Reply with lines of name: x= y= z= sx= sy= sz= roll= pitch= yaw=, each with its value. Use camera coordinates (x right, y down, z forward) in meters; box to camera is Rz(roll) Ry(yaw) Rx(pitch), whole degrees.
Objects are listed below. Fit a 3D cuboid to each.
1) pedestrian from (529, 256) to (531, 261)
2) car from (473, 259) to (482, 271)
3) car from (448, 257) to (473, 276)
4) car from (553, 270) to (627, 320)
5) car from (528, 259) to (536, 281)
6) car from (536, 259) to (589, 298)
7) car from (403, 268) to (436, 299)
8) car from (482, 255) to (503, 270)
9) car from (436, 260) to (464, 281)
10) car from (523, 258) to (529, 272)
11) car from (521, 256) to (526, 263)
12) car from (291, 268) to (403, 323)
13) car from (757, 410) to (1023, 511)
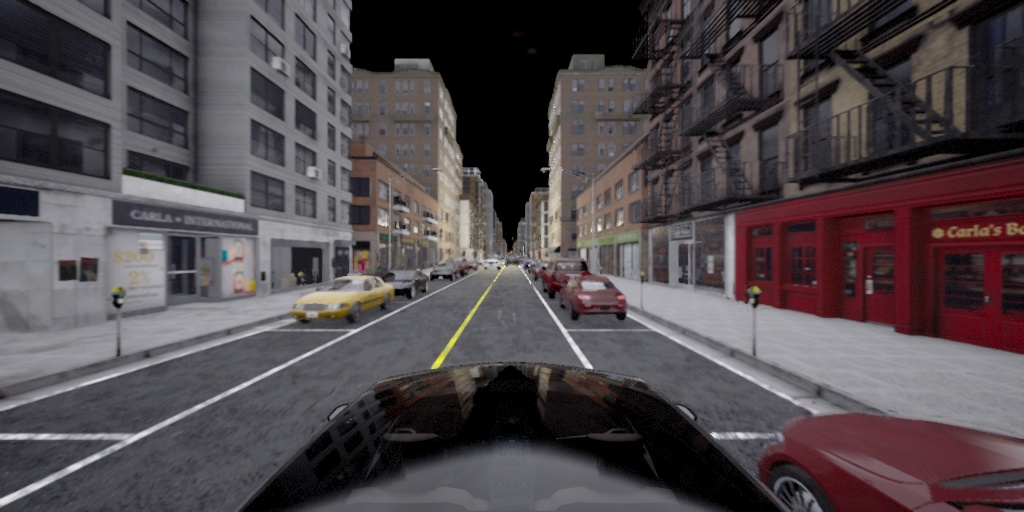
pedestrian: x=2.738 y=0.938 z=55.376 sx=0.375 sy=1.860 sz=0.375 roll=0 pitch=0 yaw=-10
car: x=-5.397 y=1.103 z=46.334 sx=1.967 sy=1.591 sz=4.097 roll=0 pitch=0 yaw=0
car: x=-5.395 y=1.001 z=34.970 sx=2.192 sy=1.841 sz=5.009 roll=0 pitch=0 yaw=0
car: x=2.635 y=1.314 z=12.251 sx=1.802 sy=1.307 sz=4.207 roll=0 pitch=0 yaw=0
car: x=2.631 y=1.138 z=29.295 sx=1.967 sy=1.591 sz=4.097 roll=0 pitch=0 yaw=0
car: x=2.634 y=1.036 z=17.933 sx=2.192 sy=1.841 sz=5.009 roll=0 pitch=0 yaw=0
car: x=-5.391 y=1.287 z=17.925 sx=1.948 sy=1.339 sz=4.313 roll=0 pitch=0 yaw=0
car: x=-2.833 y=0.875 z=51.374 sx=2.150 sy=2.045 sz=5.566 roll=0 pitch=0 yaw=0
car: x=-5.394 y=1.264 z=29.289 sx=1.948 sy=1.339 sz=4.313 roll=0 pitch=0 yaw=0
car: x=2.629 y=1.225 z=40.658 sx=2.007 sy=1.370 sz=4.403 roll=0 pitch=0 yaw=0
car: x=2.739 y=1.129 z=52.372 sx=1.882 sy=1.535 sz=5.008 roll=0 pitch=0 yaw=0
car: x=-5.390 y=1.258 z=12.073 sx=1.751 sy=1.417 sz=4.829 roll=0 pitch=0 yaw=0
car: x=2.637 y=1.333 z=0.888 sx=1.802 sy=1.307 sz=4.207 roll=0 pitch=0 yaw=0
